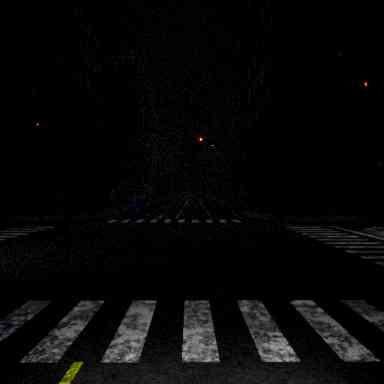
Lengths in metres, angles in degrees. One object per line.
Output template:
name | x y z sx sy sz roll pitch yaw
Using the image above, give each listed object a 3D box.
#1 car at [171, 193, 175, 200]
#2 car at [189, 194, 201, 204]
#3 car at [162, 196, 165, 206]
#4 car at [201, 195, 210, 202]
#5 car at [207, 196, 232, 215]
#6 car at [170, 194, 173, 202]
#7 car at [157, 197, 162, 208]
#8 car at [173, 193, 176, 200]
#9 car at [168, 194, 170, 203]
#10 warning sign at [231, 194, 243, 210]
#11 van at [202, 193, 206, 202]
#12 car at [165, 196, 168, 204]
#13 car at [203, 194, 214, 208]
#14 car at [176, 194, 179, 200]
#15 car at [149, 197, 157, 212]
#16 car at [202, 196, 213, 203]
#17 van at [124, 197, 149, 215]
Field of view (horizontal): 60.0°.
car | -5.465 1.543 73.133 1.887 1.381 4.507 0 0 0
car | 0.344 1.565 63.785 1.994 1.385 4.181 0 0 0
car | -5.589 1.585 50.460 1.802 1.307 4.206 0 0 0
car | 3.091 1.437 78.765 1.967 1.590 4.097 0 0 0
car | 2.845 1.442 33.411 1.967 1.590 4.097 0 0 0
car | -5.496 1.566 67.465 1.947 1.339 4.313 0 0 0
car | -5.619 1.569 44.792 1.947 1.339 4.313 0 0 0
car | -5.435 1.522 78.631 1.752 1.417 4.829 0 0 0
car | -5.528 1.527 61.627 1.752 1.417 4.829 0 0 0
warning sign | 5.278 1.118 39.392 1.300 1.860 1.060 0 0 0
van | 2.968 1.344 56.088 1.690 1.788 3.998 0 0 0
car | -5.558 1.568 56.129 1.947 1.339 4.313 0 0 0
car | 2.906 1.443 44.749 1.967 1.590 4.097 0 0 0
car | -5.373 1.307 90.138 2.192 1.841 5.009 0 0 0
car | -5.650 1.443 39.124 1.967 1.590 4.097 0 0 0
car | 3.030 1.551 67.427 2.008 1.369 4.403 0 0 0
van | -5.681 1.343 33.456 1.690 1.788 3.998 0 0 0
